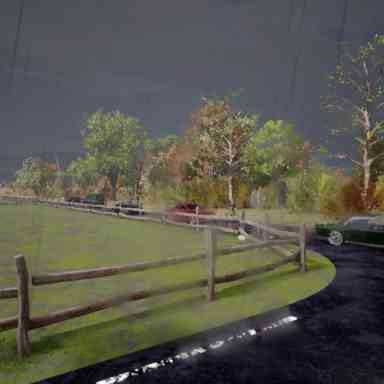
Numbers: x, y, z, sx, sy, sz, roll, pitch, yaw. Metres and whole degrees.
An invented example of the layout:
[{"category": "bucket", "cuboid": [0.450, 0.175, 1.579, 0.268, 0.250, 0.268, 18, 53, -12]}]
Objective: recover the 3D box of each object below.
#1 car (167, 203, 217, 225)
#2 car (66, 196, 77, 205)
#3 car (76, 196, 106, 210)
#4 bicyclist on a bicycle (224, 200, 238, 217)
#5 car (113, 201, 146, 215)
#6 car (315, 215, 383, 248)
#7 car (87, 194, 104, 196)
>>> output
[{"category": "car", "cuboid": [-0.101, 1.560, 24.301, 1.812, 1.442, 4.674, 0, 0, -35]}, {"category": "car", "cuboid": [-21.089, 1.521, 59.737, 1.882, 1.535, 5.008, 0, 0, -35]}, {"category": "car", "cuboid": [-13.028, 1.611, 43.003, 1.994, 1.385, 4.181, 0, 0, -34]}, {"category": "bicyclist on a bicycle", "cuboid": [3.484, 1.495, 29.609, 1.656, 1.620, 0.582, 0, 0, -35]}, {"category": "car", "cuboid": [-6.278, 1.609, 33.213, 1.994, 1.385, 4.181, 0, 0, -35]}, {"category": "car", "cuboid": [7.504, 1.611, 13.333, 1.895, 1.301, 4.718, 0, 0, -35]}, {"category": "car", "cuboid": [-15.060, 1.270, 51.046, 2.150, 2.045, 5.566, 0, 0, -35]}]
